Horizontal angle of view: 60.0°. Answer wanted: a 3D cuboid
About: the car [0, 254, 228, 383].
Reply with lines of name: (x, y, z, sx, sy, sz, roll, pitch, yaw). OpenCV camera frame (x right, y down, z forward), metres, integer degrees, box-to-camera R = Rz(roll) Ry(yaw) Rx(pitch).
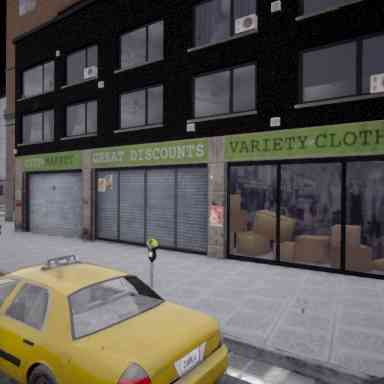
car: (-1.892, 1.524, 4.441, 4.829, 1.417, 1.752, 0, 1, 36)

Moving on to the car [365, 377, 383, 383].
car: (2.793, 1.551, 1.097, 4.403, 1.369, 2.008, 0, 1, 36)
